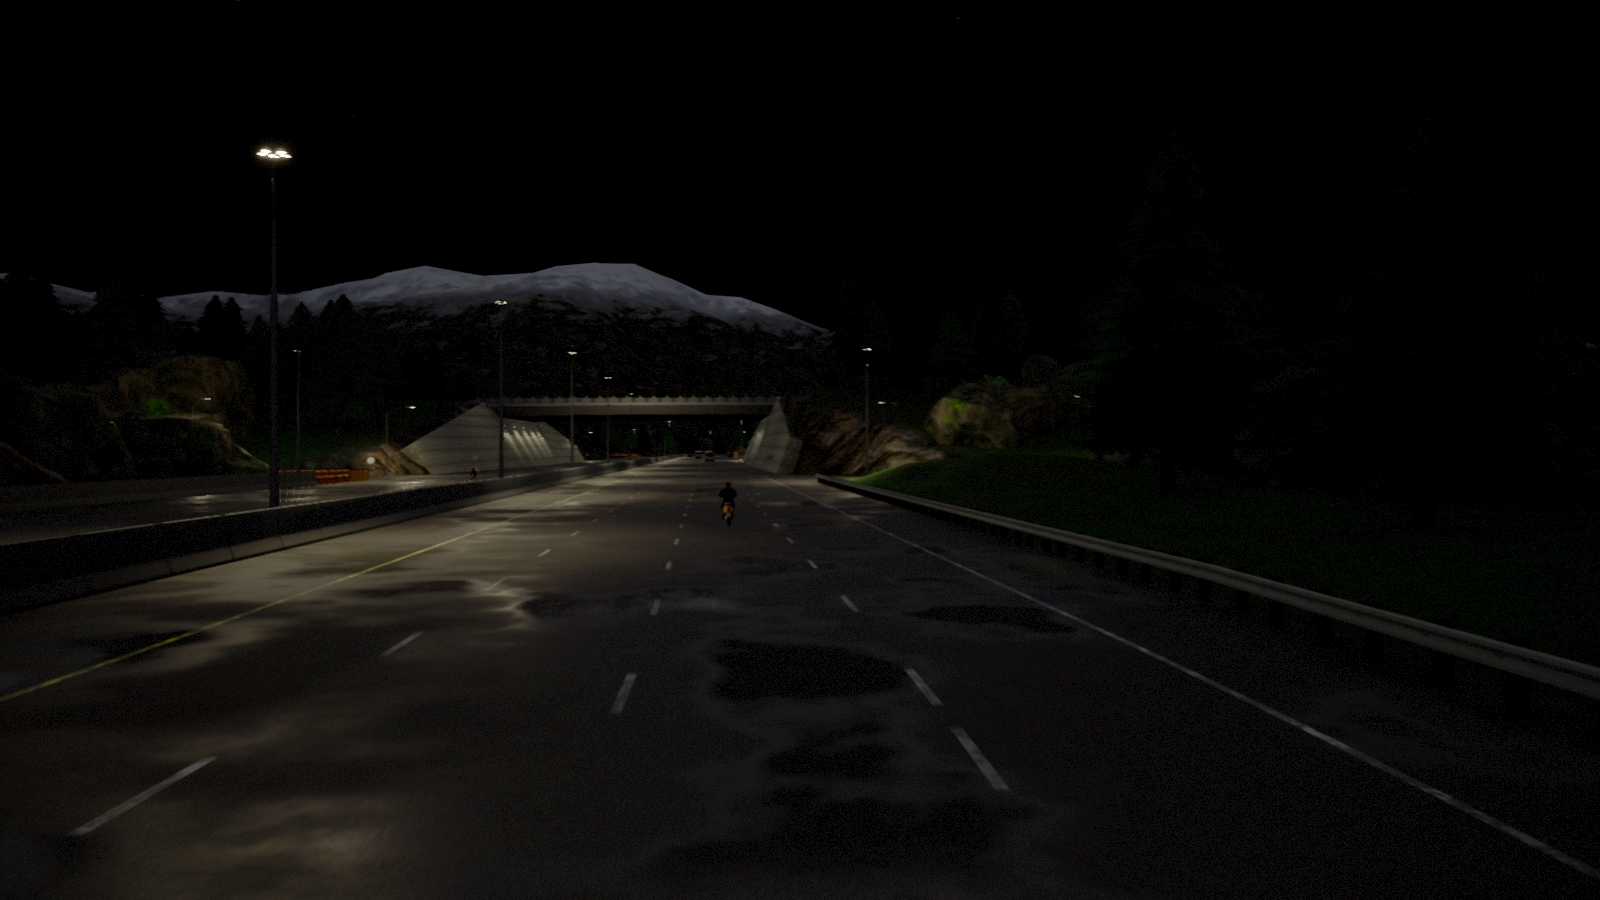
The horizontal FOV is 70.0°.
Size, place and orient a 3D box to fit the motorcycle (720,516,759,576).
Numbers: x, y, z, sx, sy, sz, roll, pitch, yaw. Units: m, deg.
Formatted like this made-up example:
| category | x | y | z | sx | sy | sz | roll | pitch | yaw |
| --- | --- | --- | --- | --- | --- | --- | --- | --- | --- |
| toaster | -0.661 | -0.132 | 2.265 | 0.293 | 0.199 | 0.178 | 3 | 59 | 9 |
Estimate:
| category | x | y | z | sx | sy | sz | roll | pitch | yaw |
| --- | --- | --- | --- | --- | --- | --- | --- | --- | --- |
| motorcycle | -1.408 | 2.184 | 26.370 | 0.856 | 1.236 | 1.805 | 0 | 0 | -5 |
